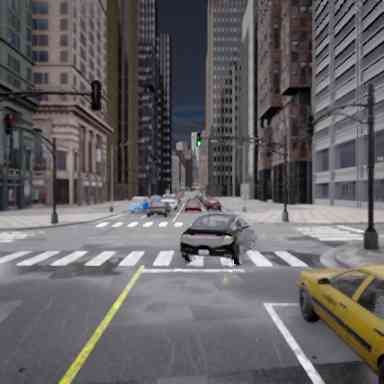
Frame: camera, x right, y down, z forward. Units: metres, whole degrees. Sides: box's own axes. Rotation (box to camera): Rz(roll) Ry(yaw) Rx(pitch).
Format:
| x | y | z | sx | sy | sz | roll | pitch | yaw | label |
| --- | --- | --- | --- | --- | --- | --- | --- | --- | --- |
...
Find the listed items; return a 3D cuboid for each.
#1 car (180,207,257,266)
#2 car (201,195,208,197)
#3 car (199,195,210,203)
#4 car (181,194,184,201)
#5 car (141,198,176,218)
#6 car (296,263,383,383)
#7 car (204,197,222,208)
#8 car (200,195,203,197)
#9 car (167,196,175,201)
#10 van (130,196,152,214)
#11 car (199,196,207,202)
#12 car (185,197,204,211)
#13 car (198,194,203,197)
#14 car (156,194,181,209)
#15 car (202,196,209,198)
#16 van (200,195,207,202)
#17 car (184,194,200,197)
| x | y | z | sx | sy | sz | roll | pitch | yaw | label |
| --- | --- | --- | --- | --- | --- | --- | --- | --- | --- |
| 1.090 | 1.516 | 11.833 | 2.128 | 1.511 | 4.902 | 0 | 0 | 18 | car |
| 2.778 | 1.673 | 53.403 | 1.887 | 1.381 | 4.507 | 0 | 0 | 0 | car |
| 2.775 | 1.507 | 75.505 | 2.192 | 1.841 | 5.009 | 0 | 0 | 0 | car |
| -2.997 | 1.665 | 64.038 | 1.837 | 1.490 | 4.892 | 0 | -1 | 0 | car |
| -3.059 | 1.618 | 31.632 | 2.033 | 1.411 | 5.357 | 0 | 0 | 3 | car |
| 2.767 | 1.535 | 4.429 | 1.752 | 1.417 | 4.829 | 0 | 0 | 0 | car |
| 2.780 | 1.642 | 42.352 | 1.887 | 1.381 | 4.507 | 0 | 0 | 0 | car |
| 2.778 | 1.670 | 59.098 | 1.752 | 1.417 | 4.829 | 0 | 0 | 0 | car |
| -5.763 | 1.765 | 91.926 | 1.752 | 1.417 | 4.829 | 0 | 0 | 0 | car |
| -5.777 | 1.424 | 36.847 | 1.690 | 1.788 | 3.998 | 0 | 0 | 0 | van |
| 2.774 | 1.774 | 86.556 | 2.008 | 1.369 | 4.403 | 0 | 0 | 0 | car |
| 0.104 | 1.660 | 41.810 | 1.994 | 1.385 | 4.181 | 0 | 0 | 0 | car |
| 2.776 | 1.721 | 69.979 | 1.887 | 1.381 | 4.507 | 0 | 0 | 0 | car |
| -3.077 | 1.315 | 44.269 | 2.150 | 2.045 | 5.566 | 0 | 1 | 1 | car |
| 2.779 | 1.658 | 47.877 | 1.887 | 1.381 | 4.507 | 0 | 0 | 0 | car |
| 2.774 | 1.549 | 81.030 | 1.690 | 1.788 | 3.998 | 0 | 0 | 0 | van |
| 0.006 | 1.706 | 71.646 | 2.128 | 1.511 | 4.902 | 0 | 0 | 0 | car |
